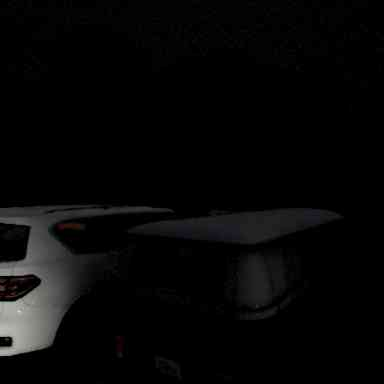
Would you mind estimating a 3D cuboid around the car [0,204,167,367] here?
[{"bbox_3d":[-1.254,1.235,6.197,2.435,2.045,5.566,0,0,35],"label":"car"}]

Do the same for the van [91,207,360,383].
[{"bbox_3d":[1.043,1.257,4.668,1.878,1.987,4.442,0,0,35],"label":"van"}]
